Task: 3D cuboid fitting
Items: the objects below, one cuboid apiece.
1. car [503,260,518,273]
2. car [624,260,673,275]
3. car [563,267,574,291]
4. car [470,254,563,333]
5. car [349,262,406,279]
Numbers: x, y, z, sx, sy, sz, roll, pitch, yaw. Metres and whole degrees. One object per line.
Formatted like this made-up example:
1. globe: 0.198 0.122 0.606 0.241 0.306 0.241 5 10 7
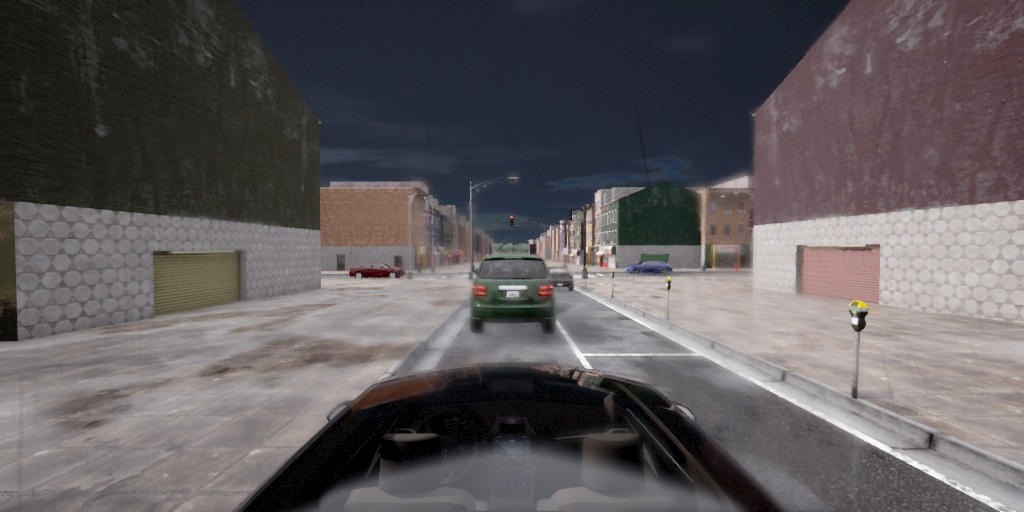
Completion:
1. car: -0.236 1.254 45.176 1.837 1.490 4.892 -2 0 -1
2. car: 13.746 1.157 36.193 4.674 1.442 1.812 -1 1 0
3. car: 2.593 1.296 21.274 2.007 1.370 4.403 0 0 0
4. car: 0.029 0.968 10.859 2.150 2.045 5.566 0 0 0
5. car: -12.398 1.337 33.202 5.008 1.535 1.882 0 1 -1
